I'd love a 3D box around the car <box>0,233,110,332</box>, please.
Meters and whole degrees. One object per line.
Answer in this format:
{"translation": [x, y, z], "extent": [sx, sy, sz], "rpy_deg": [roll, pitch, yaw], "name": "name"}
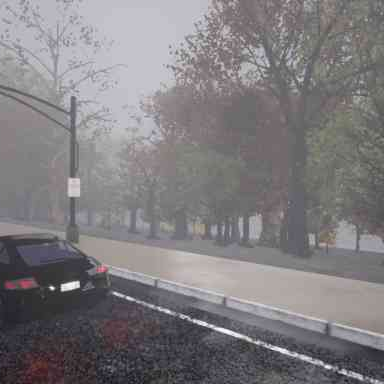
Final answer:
{"translation": [-3.560, 1.562, 6.964], "extent": [4.181, 1.385, 1.994], "rpy_deg": [0, 0, 42], "name": "car"}
